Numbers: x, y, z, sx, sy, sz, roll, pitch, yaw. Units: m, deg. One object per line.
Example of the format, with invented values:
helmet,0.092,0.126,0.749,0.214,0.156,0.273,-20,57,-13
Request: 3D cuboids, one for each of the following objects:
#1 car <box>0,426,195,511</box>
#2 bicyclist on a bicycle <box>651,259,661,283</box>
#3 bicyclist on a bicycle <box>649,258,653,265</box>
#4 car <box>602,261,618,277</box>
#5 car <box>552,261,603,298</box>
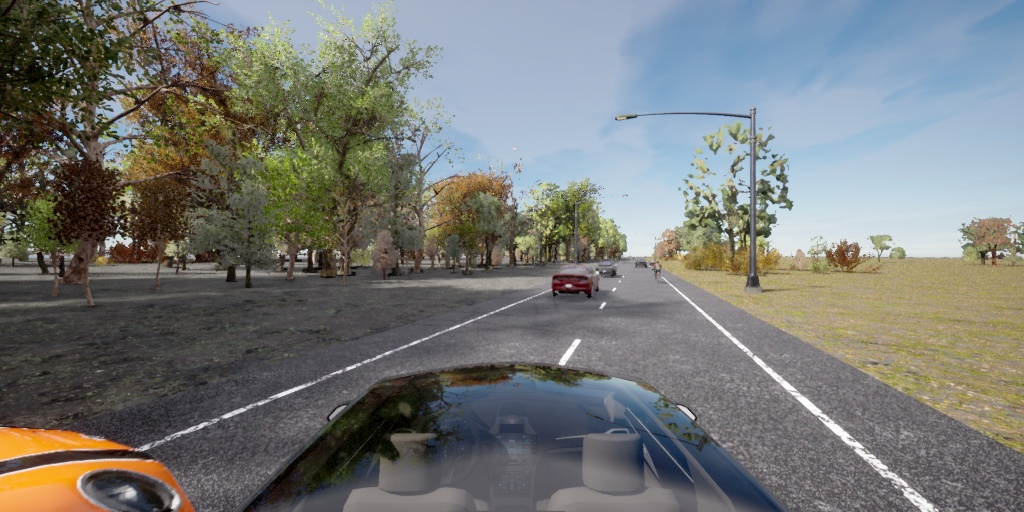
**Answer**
car,-3.116,1.100,0.156,2.097,1.767,4.553,0,0,19
bicyclist on a bicycle,10.818,1.208,26.619,0.582,1.620,1.656,0,0,19
bicyclist on a bicycle,14.007,1.128,35.686,0.659,1.776,1.843,0,0,19
car,9.549,1.248,36.176,2.128,1.511,4.902,0,0,19
car,3.432,1.230,18.778,1.882,1.535,5.008,0,0,19
